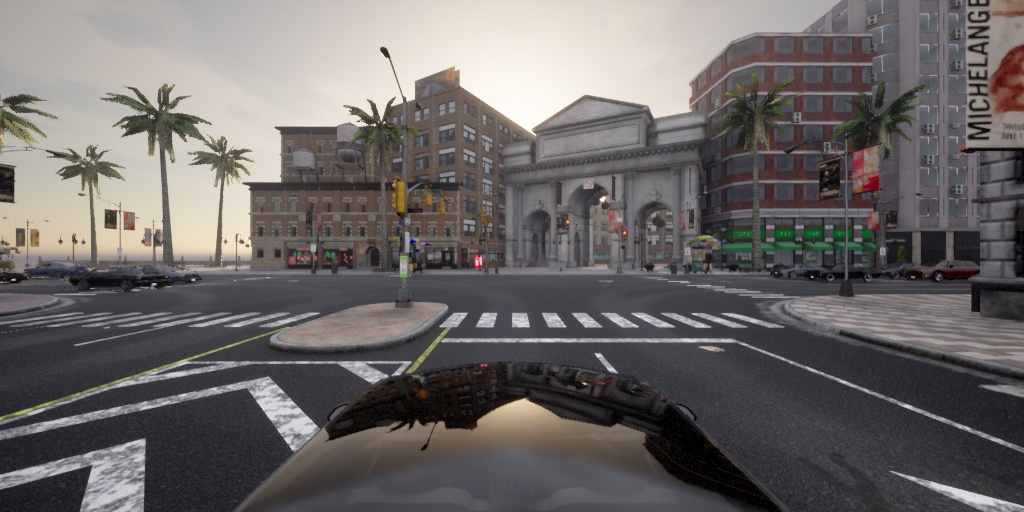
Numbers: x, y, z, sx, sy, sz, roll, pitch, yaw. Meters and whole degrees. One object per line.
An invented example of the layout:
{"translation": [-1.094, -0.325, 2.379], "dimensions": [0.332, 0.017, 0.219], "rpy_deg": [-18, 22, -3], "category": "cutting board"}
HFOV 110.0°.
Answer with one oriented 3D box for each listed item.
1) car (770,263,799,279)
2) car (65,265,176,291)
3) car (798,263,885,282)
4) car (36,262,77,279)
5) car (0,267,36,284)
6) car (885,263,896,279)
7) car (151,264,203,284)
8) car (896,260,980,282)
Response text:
{"translation": [25.589, 1.314, 32.013], "dimensions": [4.181, 1.385, 1.994], "rpy_deg": [0, 0, 1], "category": "car"}
{"translation": [-23.176, 1.351, 21.316], "dimensions": [4.718, 1.301, 1.895], "rpy_deg": [0, 0, 7], "category": "car"}
{"translation": [26.105, 1.351, 28.525], "dimensions": [4.718, 1.301, 1.895], "rpy_deg": [0, 0, 1], "category": "car"}
{"translation": [-41.364, 1.275, 32.538], "dimensions": [4.674, 1.442, 1.812], "rpy_deg": [0, 0, 0], "category": "car"}
{"translation": [-37.786, 1.297, 25.313], "dimensions": [5.357, 1.411, 2.033], "rpy_deg": [0, 0, 0], "category": "car"}
{"translation": [34.845, 1.297, 31.911], "dimensions": [5.357, 1.411, 2.033], "rpy_deg": [0, 0, 1], "category": "car"}
{"translation": [-25.052, 1.297, 25.219], "dimensions": [5.357, 1.411, 2.033], "rpy_deg": [0, 0, 0], "category": "car"}
{"translation": [34.060, 1.102, 28.372], "dimensions": [4.553, 1.767, 2.097], "rpy_deg": [0, 0, 2], "category": "car"}
